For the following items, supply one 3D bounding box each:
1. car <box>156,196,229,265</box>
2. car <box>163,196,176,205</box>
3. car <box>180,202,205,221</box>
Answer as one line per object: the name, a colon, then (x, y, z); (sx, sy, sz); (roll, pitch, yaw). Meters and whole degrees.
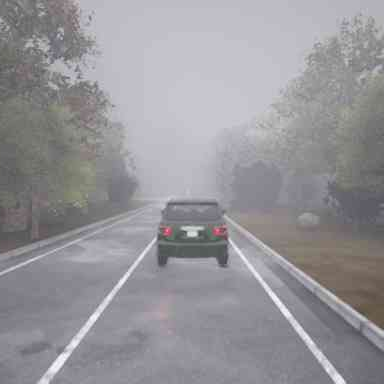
car: (0.038, 1.214, 11.756); (2.150, 2.045, 5.566); (0, 0, 1)
car: (-3.572, 1.344, 54.232); (1.812, 1.442, 4.674); (0, 0, 0)
car: (0.042, 1.538, 27.350); (1.895, 1.301, 4.718); (0, 0, 0)
